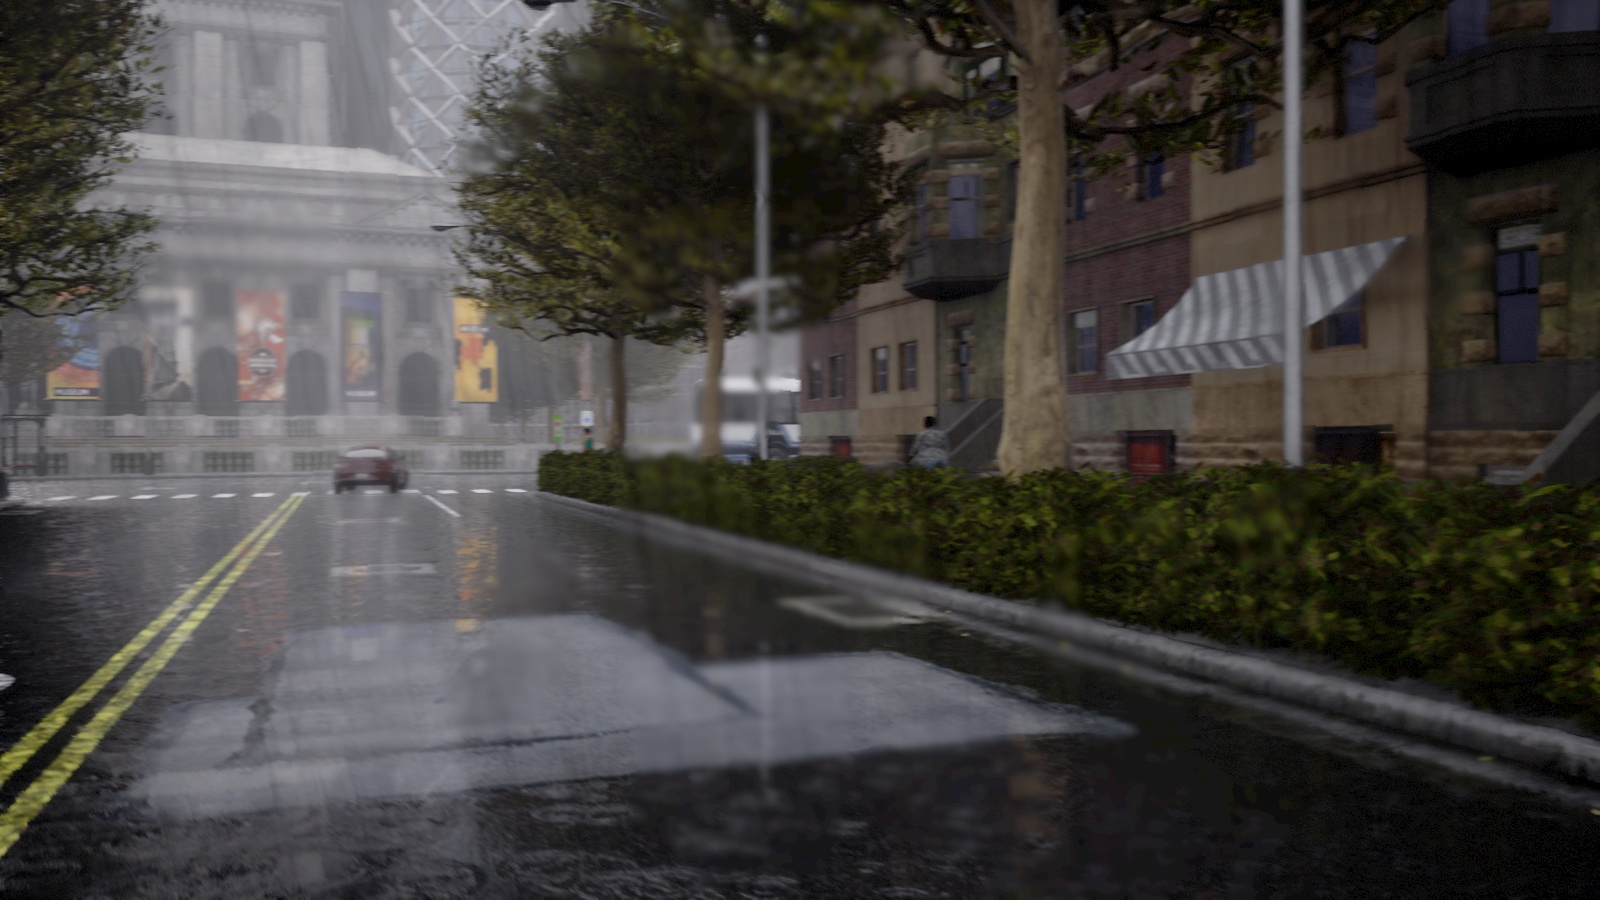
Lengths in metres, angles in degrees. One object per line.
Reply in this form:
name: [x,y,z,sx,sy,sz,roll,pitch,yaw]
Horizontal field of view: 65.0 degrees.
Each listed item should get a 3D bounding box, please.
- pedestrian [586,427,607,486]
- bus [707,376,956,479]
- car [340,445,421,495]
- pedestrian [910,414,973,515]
pedestrian: [-6.337,0.195,39.097,0.594,1.836,0.345,0,0,44]
bus: [1.393,-0.956,55.567,10.273,4.253,3.944,0,0,-19]
car: [-12.999,0.584,39.174,1.812,1.442,4.674,0,0,-11]
pedestrian: [2.652,0.259,23.578,0.874,1.855,0.900,0,0,-19]
